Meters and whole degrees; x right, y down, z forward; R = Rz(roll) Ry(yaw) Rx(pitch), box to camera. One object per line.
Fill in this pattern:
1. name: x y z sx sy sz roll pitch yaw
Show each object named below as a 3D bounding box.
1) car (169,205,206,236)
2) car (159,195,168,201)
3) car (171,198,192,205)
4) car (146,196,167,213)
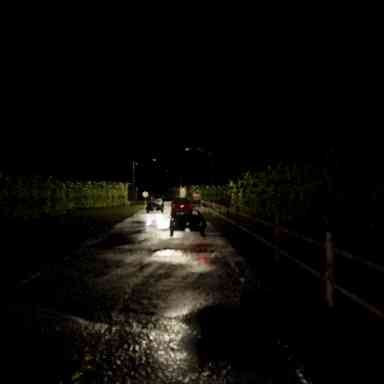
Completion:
1. car: -0.294 1.607 18.615 1.895 1.301 4.718 0 0 -2
2. car: -7.484 1.527 87.628 1.994 1.385 4.181 0 0 -9
3. car: -1.095 1.372 33.885 2.097 1.767 4.553 0 0 -4
4. car: -4.023 1.518 36.896 2.128 1.511 4.902 0 0 -3
